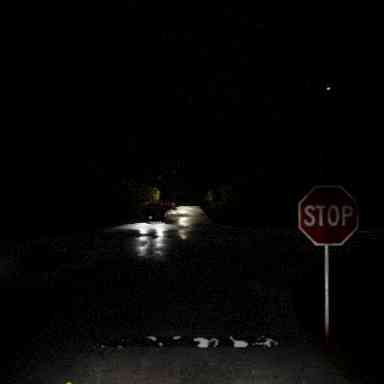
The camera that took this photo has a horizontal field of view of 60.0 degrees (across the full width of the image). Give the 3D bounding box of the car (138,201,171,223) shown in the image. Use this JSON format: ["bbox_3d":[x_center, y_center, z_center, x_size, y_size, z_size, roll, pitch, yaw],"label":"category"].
[{"bbox_3d":[-2.984,1.646,25.848,1.994,1.385,4.181,0,0,-1],"label":"car"}]

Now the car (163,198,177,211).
[{"bbox_3d":[-3.153,1.630,44.196,2.097,1.767,4.553,0,-1,-1],"label":"car"}]
